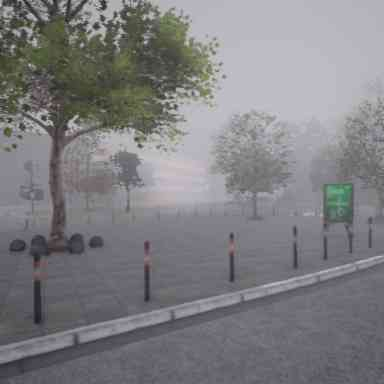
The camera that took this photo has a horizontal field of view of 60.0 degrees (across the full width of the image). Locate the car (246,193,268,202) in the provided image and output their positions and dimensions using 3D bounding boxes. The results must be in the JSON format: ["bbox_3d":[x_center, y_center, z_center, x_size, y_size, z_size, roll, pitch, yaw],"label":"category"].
[{"bbox_3d":[14.371,1.418,73.905,2.097,1.767,4.553,0,0,-14],"label":"car"}]

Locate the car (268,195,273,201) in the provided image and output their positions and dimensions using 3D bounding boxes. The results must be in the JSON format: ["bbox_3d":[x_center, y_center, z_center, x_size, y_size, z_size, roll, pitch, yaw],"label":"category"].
[{"bbox_3d":[19.218,1.620,85.679,1.882,1.535,5.008,0,0,17],"label":"car"}]
